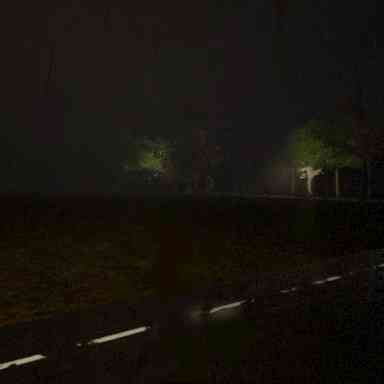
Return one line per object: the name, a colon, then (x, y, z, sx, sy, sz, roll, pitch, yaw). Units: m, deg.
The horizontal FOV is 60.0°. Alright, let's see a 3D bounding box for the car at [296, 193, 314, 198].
car: (29.891, 1.005, 88.049, 1.895, 1.301, 4.718, 0, 2, -34)
